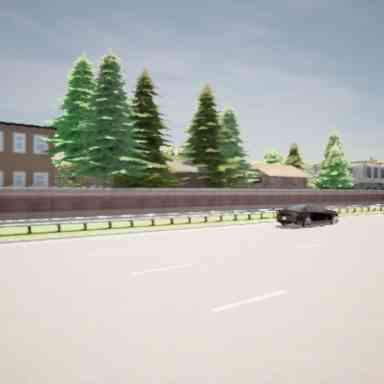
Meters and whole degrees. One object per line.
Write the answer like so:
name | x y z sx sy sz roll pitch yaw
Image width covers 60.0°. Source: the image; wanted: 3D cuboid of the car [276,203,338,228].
car | 7.756 1.483 22.170 5.008 1.535 1.882 0 0 -35
